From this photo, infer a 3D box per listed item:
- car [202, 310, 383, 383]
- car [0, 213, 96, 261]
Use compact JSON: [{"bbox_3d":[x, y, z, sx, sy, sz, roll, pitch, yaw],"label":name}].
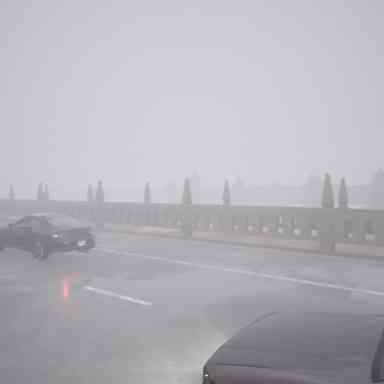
[{"bbox_3d":[2.621,1.550,2.120,5.357,1.411,2.033,0,0,36],"label":"car"},{"bbox_3d":[-5.478,1.499,12.200,4.674,1.442,1.812,0,0,36],"label":"car"}]
